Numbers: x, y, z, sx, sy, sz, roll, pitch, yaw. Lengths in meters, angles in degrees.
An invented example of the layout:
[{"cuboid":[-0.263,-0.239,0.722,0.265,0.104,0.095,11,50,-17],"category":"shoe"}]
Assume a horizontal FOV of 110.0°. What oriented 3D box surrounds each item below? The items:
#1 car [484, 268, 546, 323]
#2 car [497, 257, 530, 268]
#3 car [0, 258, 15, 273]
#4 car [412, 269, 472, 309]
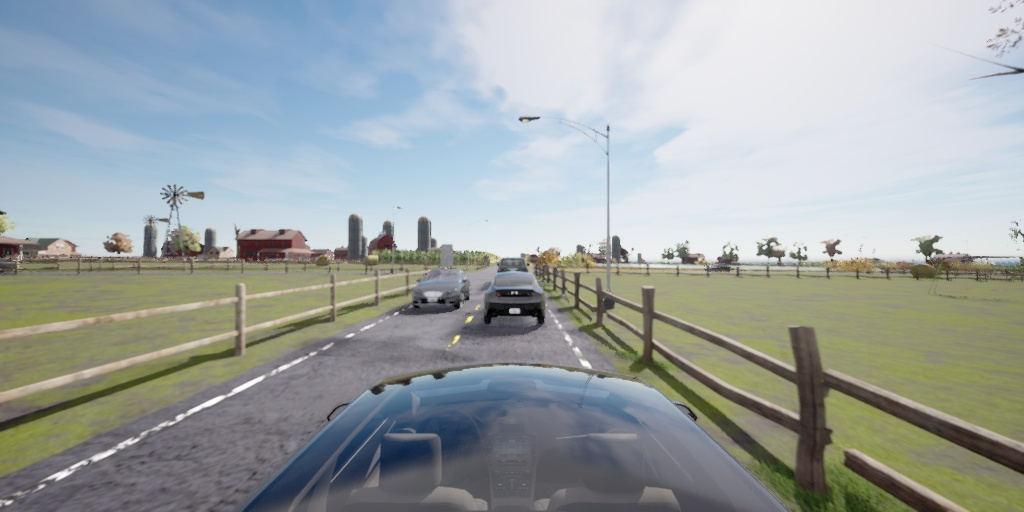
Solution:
[{"cuboid":[0.084,1.302,12.301,1.837,1.490,4.892,0,-1,0],"category":"car"},{"cuboid":[0.082,1.089,25.668,2.150,2.045,5.566,0,0,0],"category":"car"},{"cuboid":[-46.862,0.756,31.133,4.902,1.511,2.128,1,-1,-20],"category":"car"},{"cuboid":[-2.840,1.306,15.297,2.128,1.511,4.902,0,0,0],"category":"car"}]
